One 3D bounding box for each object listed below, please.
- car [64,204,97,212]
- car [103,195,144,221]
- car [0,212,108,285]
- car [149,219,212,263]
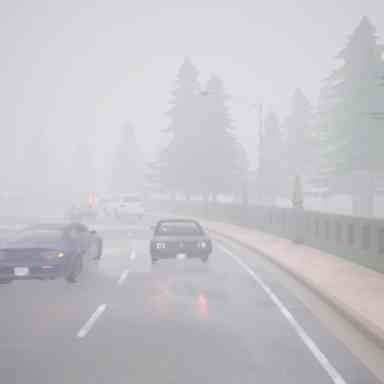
[{"bbox_3d":[-8.992,1.610,26.590,1.895,1.301,4.718,0,0,-29],"label":"car"},{"bbox_3d":[-5.839,1.230,28.126,2.150,2.045,5.566,0,0,-29],"label":"car"},{"bbox_3d":[-3.809,1.529,9.428,1.812,1.442,4.674,0,0,-4],"label":"car"},{"bbox_3d":[-0.558,1.605,12.016,1.895,1.301,4.718,0,0,-6],"label":"car"}]
